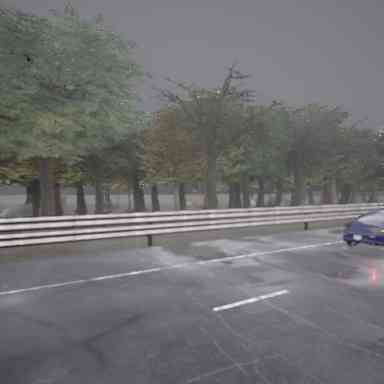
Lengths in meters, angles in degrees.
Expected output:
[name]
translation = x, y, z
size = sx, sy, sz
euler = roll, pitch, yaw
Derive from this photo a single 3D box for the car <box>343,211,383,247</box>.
[car]
translation = 7.974, 1.484, 13.426
size = 4.674, 1.442, 1.812
euler = 0, 0, -33
